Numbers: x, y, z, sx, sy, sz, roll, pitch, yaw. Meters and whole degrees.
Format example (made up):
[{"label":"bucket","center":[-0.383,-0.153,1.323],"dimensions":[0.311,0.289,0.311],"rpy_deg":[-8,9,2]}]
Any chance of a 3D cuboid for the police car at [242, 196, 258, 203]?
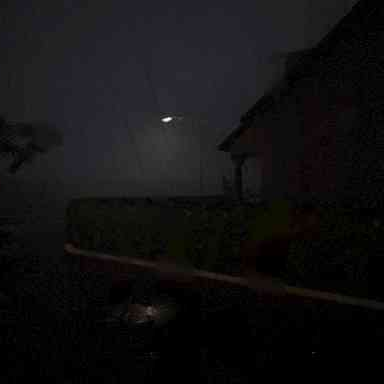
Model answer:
[{"label":"police car","center":[6.992,1.360,44.355],"dimensions":[2.038,1.542,4.974],"rpy_deg":[1,0,36]}]
